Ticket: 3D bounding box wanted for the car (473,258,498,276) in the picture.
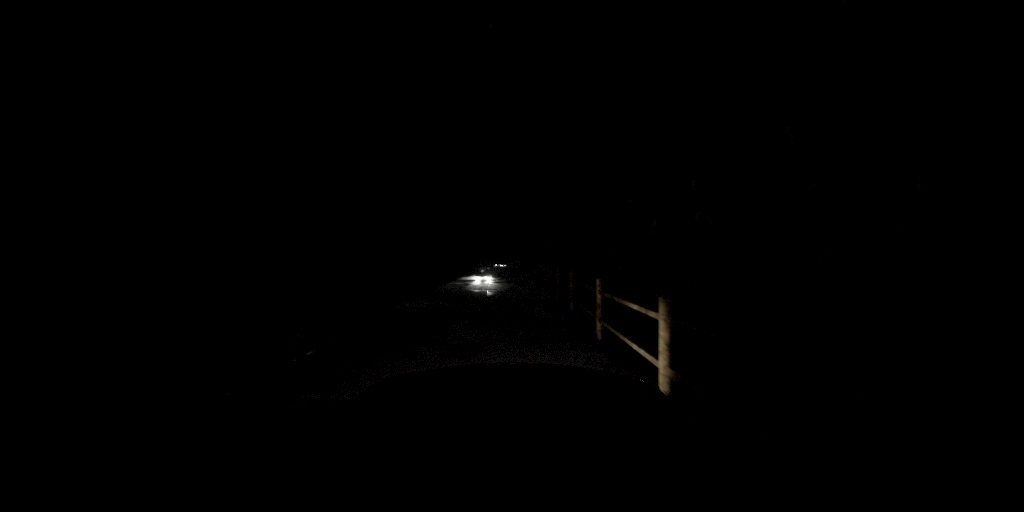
[{"bbox_3d":[-2.846,1.184,36.855,2.128,1.511,4.902,0,0,0],"label":"car"}]
